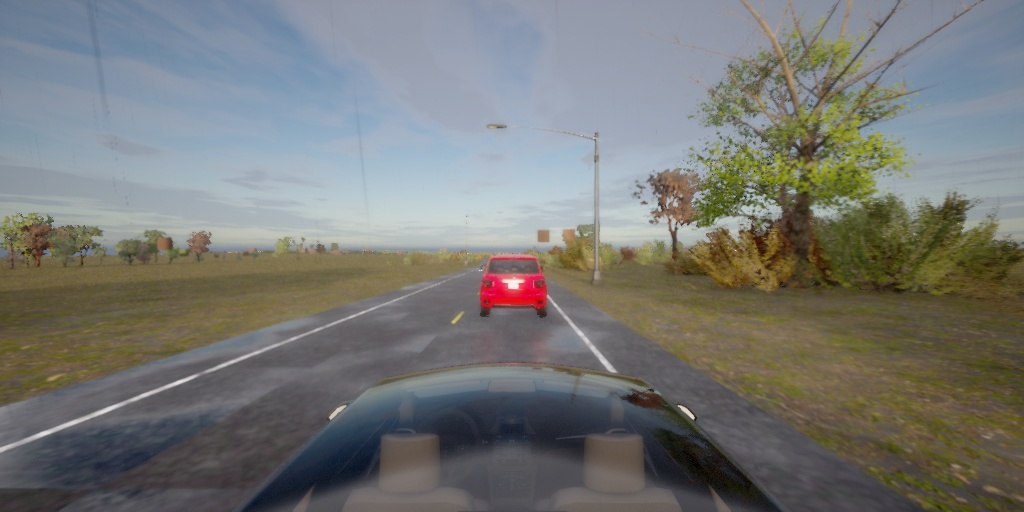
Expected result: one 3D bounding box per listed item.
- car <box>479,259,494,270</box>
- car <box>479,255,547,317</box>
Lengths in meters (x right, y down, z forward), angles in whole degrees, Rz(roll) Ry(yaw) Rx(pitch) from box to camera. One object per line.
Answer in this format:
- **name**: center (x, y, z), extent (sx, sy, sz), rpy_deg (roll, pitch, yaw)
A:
- **car**: center (-3.580, 1.199, 51.678), extent (1.837, 1.490, 4.892), rpy_deg (0, 0, 0)
- **car**: center (0.065, 0.965, 13.339), extent (2.150, 2.045, 5.566), rpy_deg (0, 0, 0)
